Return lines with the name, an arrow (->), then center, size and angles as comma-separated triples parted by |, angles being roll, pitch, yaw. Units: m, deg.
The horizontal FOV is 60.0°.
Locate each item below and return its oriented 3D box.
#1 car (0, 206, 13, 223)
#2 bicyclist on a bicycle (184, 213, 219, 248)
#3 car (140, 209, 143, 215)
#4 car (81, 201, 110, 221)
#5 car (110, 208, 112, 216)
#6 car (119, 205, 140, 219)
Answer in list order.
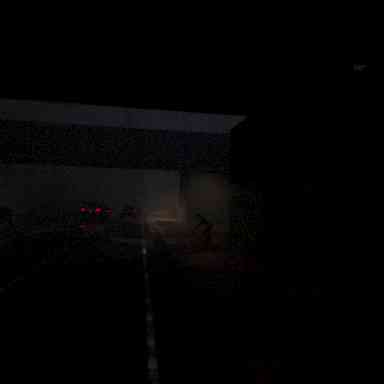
car -> -16.560, 1.848, 27.590 | 1.882, 1.535, 5.008 | 2, -2, -9
bicyclist on a bicycle -> 0.466, 1.815, 15.449 | 1.656, 1.620, 0.582 | 2, -2, -9
car -> -8.900, 2.944, 51.245 | 1.895, 1.301, 4.718 | 2, -2, 1
car -> -10.588, 2.038, 36.044 | 2.150, 2.045, 5.566 | 2, -2, -9
car -> -12.027, 2.625, 45.268 | 1.994, 1.385, 4.181 | 2, -2, -10
car -> -7.974, 2.435, 42.002 | 2.097, 1.767, 4.553 | 2, -2, -9
